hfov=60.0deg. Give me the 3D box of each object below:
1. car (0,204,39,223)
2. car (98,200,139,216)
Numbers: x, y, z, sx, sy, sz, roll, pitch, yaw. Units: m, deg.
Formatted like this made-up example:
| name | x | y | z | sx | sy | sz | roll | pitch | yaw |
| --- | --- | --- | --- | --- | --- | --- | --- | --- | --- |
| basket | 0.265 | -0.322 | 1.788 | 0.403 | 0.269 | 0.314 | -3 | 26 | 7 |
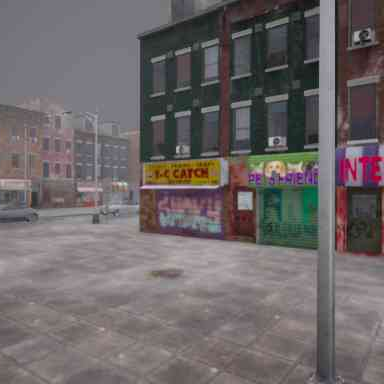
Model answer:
| name | x | y | z | sx | sy | sz | roll | pitch | yaw |
| --- | --- | --- | --- | --- | --- | --- | --- | --- | --- |
| car | -12.692 | 1.491 | 22.622 | 1.994 | 1.385 | 4.181 | 0 | 0 | 35 |
| car | -6.496 | 1.472 | 31.332 | 1.895 | 1.301 | 4.718 | 0 | 0 | 36 |
